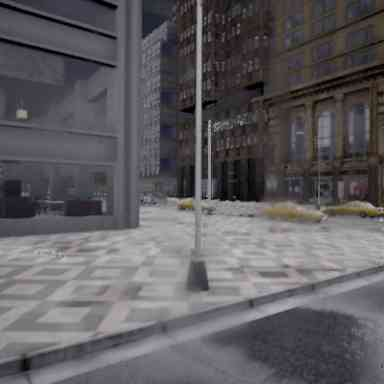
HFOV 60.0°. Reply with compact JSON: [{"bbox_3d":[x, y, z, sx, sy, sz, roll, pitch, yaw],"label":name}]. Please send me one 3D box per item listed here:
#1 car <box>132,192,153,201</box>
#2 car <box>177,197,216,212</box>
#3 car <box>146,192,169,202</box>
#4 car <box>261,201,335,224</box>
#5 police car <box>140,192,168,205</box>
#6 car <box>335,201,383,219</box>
[{"bbox_3d":[-9.108,0.800,60.478,1.887,1.381,4.507,2,0,-35],"label":"car"},{"bbox_3d":[0.413,1.166,32.265,1.752,1.417,4.829,2,0,-35],"label":"car"},{"bbox_3d":[-5.830,0.785,55.850,1.967,1.590,4.097,2,0,-35],"label":"car"},{"bbox_3d":[6.963,1.351,23.006,1.752,1.417,4.829,2,0,-35],"label":"car"},{"bbox_3d":[-5.063,0.953,44.765,2.038,1.542,4.974,1,1,-35],"label":"police car"},{"bbox_3d":[13.719,1.416,28.216,1.752,1.417,4.829,2,0,-35],"label":"car"}]
